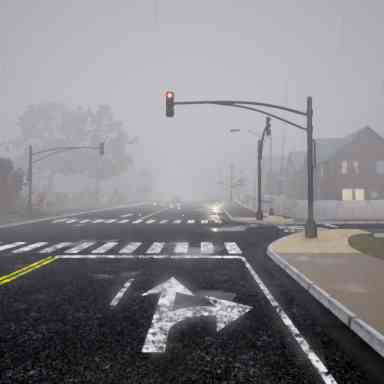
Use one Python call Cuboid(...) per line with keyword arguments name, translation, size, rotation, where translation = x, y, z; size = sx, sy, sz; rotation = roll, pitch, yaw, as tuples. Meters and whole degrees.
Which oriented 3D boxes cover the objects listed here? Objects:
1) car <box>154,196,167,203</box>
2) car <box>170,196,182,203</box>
Cuboid(name="car", translation=(-6.389, 1.497, 68.114), size=(1.882, 1.535, 5.008), rotation=(0, 0, 5))
Cuboid(name="car", translation=(-3.155, 1.535, 67.799), size=(1.812, 1.442, 4.674), rotation=(0, 0, 5))
